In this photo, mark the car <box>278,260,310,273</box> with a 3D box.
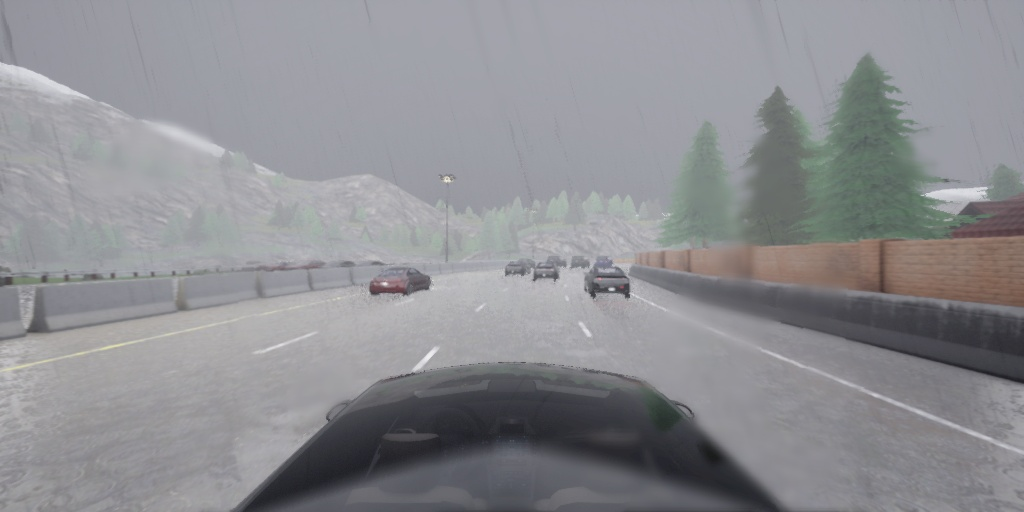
[{"bbox_3d":[-20.762,1.132,36.670,1.882,1.535,5.008,0,0,12],"label":"car"}]

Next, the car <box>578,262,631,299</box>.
[{"bbox_3d":[4.772,1.262,18.388,2.128,1.511,4.902,0,0,7],"label":"car"}]

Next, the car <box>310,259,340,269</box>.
[{"bbox_3d":[-17.338,1.176,35.950,1.837,1.490,4.892,0,0,12],"label":"car"}]

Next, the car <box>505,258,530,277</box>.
[{"bbox_3d":[0.665,1.241,35.929,2.128,1.511,4.902,0,0,14],"label":"car"}]

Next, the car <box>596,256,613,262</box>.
[{"bbox_3d":[14.796,1.032,57.315,2.150,2.045,5.566,0,-1,24],"label":"car"}]

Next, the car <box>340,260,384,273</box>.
[{"bbox_3d":[-13.995,1.192,34.873,1.837,1.490,4.892,0,0,12],"label":"car"}]

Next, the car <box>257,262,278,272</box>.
[{"bbox_3d":[-24.136,1.240,37.720,1.895,1.301,4.718,0,0,12],"label":"car"}]

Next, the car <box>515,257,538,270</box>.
[{"bbox_3d":[2.164,1.108,53.090,2.097,1.767,4.553,0,0,20],"label":"car"}]

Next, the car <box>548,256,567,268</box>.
[{"bbox_3d":[7.172,0.998,57.152,2.150,2.045,5.566,0,-1,23],"label":"car"}]

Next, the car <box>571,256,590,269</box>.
[{"bbox_3d":[10.998,1.015,57.274,2.150,2.045,5.566,0,-1,24],"label":"car"}]

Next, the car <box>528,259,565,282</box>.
[{"bbox_3d":[2.944,1.252,29.680,2.128,1.511,4.902,0,0,11],"label":"car"}]

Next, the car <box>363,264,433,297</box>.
[{"bbox_3d":[-5.745,1.287,18.984,1.994,1.385,4.181,0,0,8],"label":"car"}]
